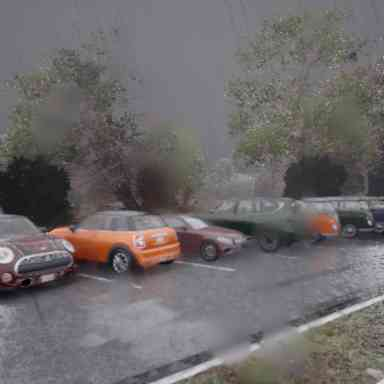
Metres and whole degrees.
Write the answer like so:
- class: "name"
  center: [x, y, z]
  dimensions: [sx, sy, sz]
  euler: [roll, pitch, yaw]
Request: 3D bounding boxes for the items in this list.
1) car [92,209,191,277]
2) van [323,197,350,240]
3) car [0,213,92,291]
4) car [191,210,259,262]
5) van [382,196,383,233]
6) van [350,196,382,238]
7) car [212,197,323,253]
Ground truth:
- class: "car"
  center: [-2.626, 1.372, 10.468]
  dimensions: [4.553, 1.767, 2.185]
  euler: [-1, 0, 34]
- class: "van"
  center: [4.705, 1.262, 15.629]
  dimensions: [4.442, 1.987, 1.878]
  euler: [-1, -1, 34]
- class: "car"
  center: [-5.094, 1.376, 8.777]
  dimensions: [4.553, 1.767, 2.185]
  euler: [-1, -1, 34]
- class: "car"
  center: [-0.229, 1.535, 12.225]
  dimensions: [4.674, 1.452, 2.002]
  euler: [-1, -1, 34]
- class: "van"
  center: [9.543, 1.257, 19.103]
  dimensions: [4.442, 1.987, 1.878]
  euler: [-1, -1, 34]
- class: "van"
  center: [7.123, 1.260, 17.366]
  dimensions: [4.442, 1.987, 1.878]
  euler: [-1, -1, 34]
- class: "car"
  center: [2.163, 1.242, 13.973]
  dimensions: [5.566, 2.045, 2.435]
  euler: [-1, 0, 34]
